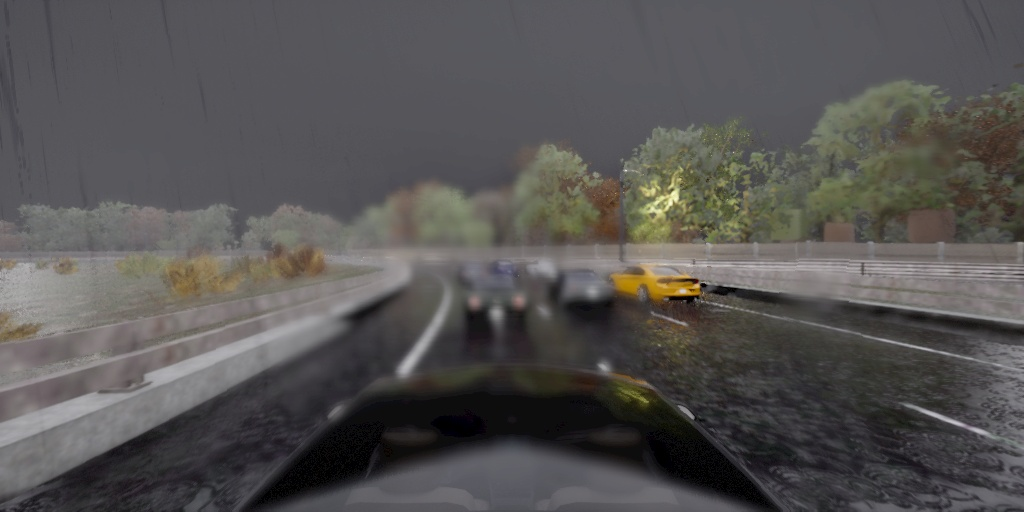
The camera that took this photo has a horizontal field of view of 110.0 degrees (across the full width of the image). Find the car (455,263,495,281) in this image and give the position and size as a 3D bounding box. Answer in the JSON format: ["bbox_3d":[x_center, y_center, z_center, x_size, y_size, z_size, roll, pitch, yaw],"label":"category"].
[{"bbox_3d":[-2.887,1.170,25.204,2.033,1.411,5.357,0,0,-14],"label":"car"}]

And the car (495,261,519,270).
[{"bbox_3d":[-0.687,1.109,30.403,1.812,1.442,4.674,0,0,-15],"label":"car"}]

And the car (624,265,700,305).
[{"bbox_3d":[5.976,1.124,15.614,1.882,1.535,5.008,0,0,-7],"label":"car"}]

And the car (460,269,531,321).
[{"bbox_3d":[-0.649,1.291,12.185,1.895,1.301,4.718,0,0,-6],"label":"car"}]

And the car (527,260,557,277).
[{"bbox_3d":[2.759,1.093,31.071,1.812,1.442,4.674,0,0,-15],"label":"car"}]

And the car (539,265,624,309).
[{"bbox_3d":[2.590,1.229,14.498,1.994,1.385,4.181,0,0,-7],"label":"car"}]
